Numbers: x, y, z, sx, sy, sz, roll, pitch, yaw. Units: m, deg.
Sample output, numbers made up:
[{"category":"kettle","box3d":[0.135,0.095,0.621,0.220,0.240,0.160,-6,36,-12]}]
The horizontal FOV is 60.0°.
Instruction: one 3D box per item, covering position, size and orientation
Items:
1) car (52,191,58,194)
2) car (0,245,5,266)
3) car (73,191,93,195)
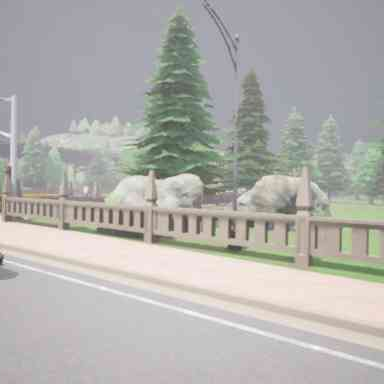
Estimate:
[{"category":"car","box3d":[-22.858,0.504,58.052,2.097,1.767,4.553,1,1,36]},{"category":"car","box3d":[-7.122,1.372,8.999,5.357,1.411,2.033,1,1,36]},{"category":"car","box3d":[-17.752,0.761,53.219,2.128,1.511,4.902,1,1,36]}]
